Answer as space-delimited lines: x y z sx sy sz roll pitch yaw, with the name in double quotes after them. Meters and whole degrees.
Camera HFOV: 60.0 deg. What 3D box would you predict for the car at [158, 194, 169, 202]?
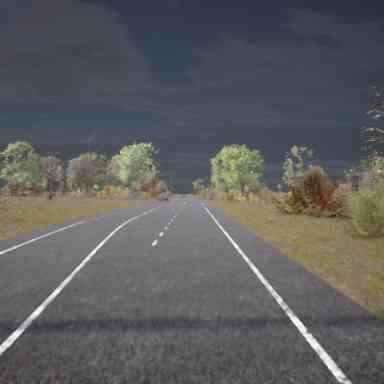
-6.736 1.405 78.453 2.150 2.045 5.566 0 0 0 "car"
